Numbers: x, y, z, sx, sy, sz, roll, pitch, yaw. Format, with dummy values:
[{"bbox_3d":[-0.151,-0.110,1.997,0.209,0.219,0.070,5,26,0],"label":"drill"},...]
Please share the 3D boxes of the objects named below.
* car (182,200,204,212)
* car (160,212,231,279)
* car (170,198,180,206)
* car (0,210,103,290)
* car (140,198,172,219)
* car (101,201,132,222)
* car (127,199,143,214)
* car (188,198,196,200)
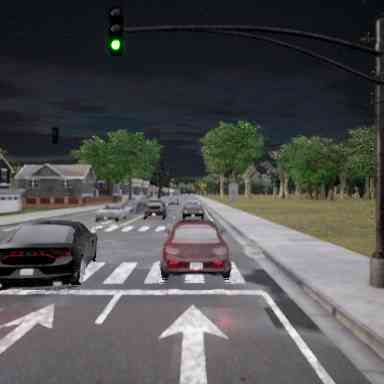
[{"bbox_3d":[0.104,1.695,30.085,1.895,1.301,4.718,0,0,0],"label":"car"},{"bbox_3d":[0.100,1.560,10.046,1.812,1.442,4.674,0,0,0],"label":"car"},{"bbox_3d":[-3.245,1.717,59.093,2.033,1.411,5.357,0,0,0],"label":"car"},{"bbox_3d":[-3.834,1.510,9.348,1.882,1.535,5.008,0,0,-9],"label":"car"},{"bbox_3d":[-3.146,1.598,29.870,1.837,1.490,4.892,0,0,0],"label":"car"},{"bbox_3d":[-6.596,1.689,27.561,1.895,1.301,4.718,0,0,0],"label":"car"},{"bbox_3d":[-6.589,1.603,36.836,2.128,1.511,4.902,0,0,0],"label":"car"},{"bbox_3d":[0.008,1.773,59.833,1.895,1.301,4.718,0,0,0],"label":"car"}]
